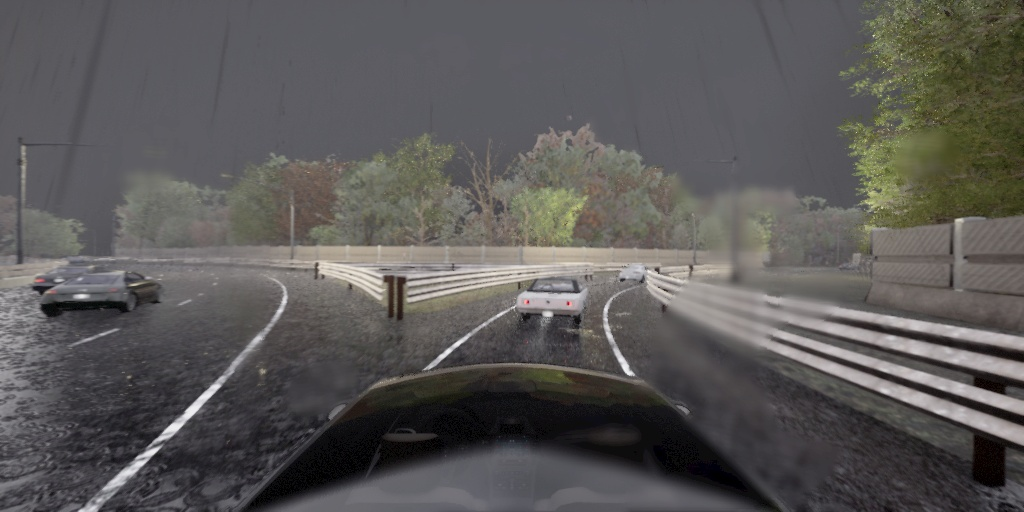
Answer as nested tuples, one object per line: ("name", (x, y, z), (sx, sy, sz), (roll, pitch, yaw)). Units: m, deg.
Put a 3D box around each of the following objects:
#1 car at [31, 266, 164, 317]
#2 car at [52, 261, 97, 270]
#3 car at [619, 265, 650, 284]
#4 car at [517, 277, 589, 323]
("car", (-14.438, 1.229, 12.941), (1.994, 1.385, 4.181), (1, 0, -30))
("car", (-22.285, 1.166, 18.524), (2.033, 1.411, 5.357), (1, 0, -36))
("car", (10.291, 1.412, 29.155), (1.812, 1.442, 4.674), (0, 0, 40))
("car", (1.621, 1.386, 12.438), (1.895, 1.301, 4.718), (0, 0, 15))
